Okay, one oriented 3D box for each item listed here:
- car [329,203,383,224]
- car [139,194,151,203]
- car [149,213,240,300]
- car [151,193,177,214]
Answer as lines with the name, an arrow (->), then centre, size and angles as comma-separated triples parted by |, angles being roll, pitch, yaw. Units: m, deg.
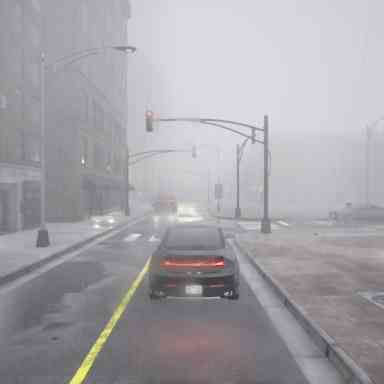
car -> 12.067, 1.515, 23.772 | 4.181, 1.385, 1.994 | 0, 0, 0
car -> -8.384, 1.293, 70.057 | 5.566, 2.045, 2.150 | 0, 0, 9
car -> 0.060, 1.505, 8.385 | 1.837, 1.490, 4.892 | 0, 0, 1
car -> -2.825, 1.231, 36.480 | 2.150, 2.045, 5.566 | 0, 0, 1
